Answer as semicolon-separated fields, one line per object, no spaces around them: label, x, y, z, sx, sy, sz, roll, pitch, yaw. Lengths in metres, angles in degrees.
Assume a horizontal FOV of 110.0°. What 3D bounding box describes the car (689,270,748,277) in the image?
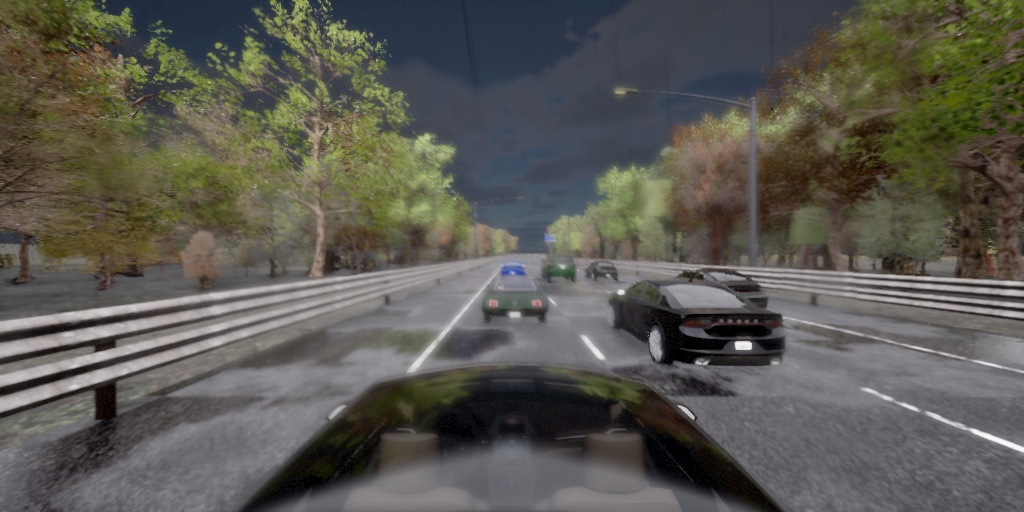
car;7.099;1.231;13.190;1.837;1.490;4.892;0;0;0

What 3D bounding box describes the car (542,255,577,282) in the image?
car;3.606;0.917;27.867;2.150;2.045;5.566;0;0;0

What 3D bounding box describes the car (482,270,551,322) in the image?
car;0.098;1.330;12.089;1.895;1.301;4.718;0;0;0

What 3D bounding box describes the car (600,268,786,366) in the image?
car;3.582;1.215;8.012;1.882;1.535;5.008;0;0;0

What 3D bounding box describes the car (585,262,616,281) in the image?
car;7.104;1.199;28.763;1.837;1.490;4.892;0;0;0

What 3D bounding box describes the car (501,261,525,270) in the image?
car;0.107;1.168;30.277;1.882;1.535;5.008;0;0;0
